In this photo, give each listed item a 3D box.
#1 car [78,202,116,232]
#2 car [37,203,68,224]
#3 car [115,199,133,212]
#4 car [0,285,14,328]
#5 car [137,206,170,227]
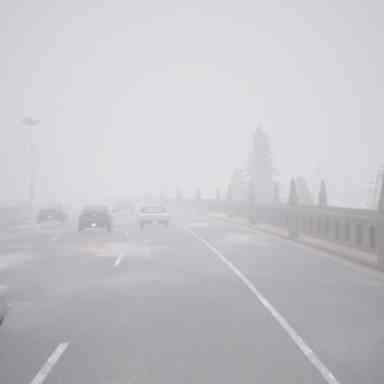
[{"bbox_3d":[-5.854,1.544,20.513,1.837,1.490,4.892,0,0,-12],"label":"car"},{"bbox_3d":[-10.795,1.599,25.901,1.812,1.442,4.674,0,0,-16],"label":"car"},{"bbox_3d":[-8.393,1.594,40.067,1.837,1.490,4.892,0,0,-22],"label":"car"},{"bbox_3d":[-3.583,1.615,2.927,1.895,1.301,4.718,0,0,-2],"label":"car"},{"bbox_3d":[-2.808,1.629,23.052,1.895,1.301,4.718,0,0,-13],"label":"car"}]
